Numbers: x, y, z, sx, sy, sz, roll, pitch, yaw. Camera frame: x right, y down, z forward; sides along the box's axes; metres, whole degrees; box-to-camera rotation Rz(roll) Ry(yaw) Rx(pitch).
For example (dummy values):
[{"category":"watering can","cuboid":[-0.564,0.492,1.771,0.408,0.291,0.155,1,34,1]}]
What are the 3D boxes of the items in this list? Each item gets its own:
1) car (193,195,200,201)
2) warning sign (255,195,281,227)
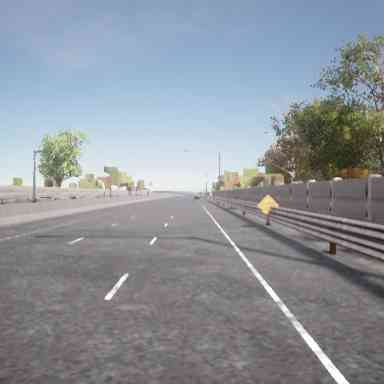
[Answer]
[{"category":"car","cuboid":[1.225,1.715,89.906,1.837,1.490,4.892,0,0,0]},{"category":"warning sign","cuboid":[4.549,1.097,19.907,1.300,1.860,1.060,0,0,0]}]
